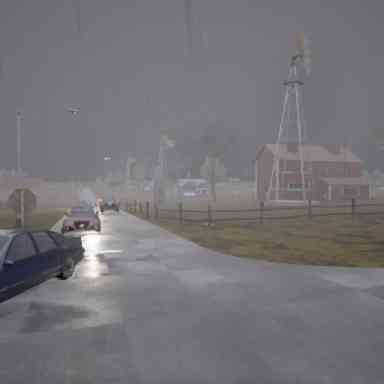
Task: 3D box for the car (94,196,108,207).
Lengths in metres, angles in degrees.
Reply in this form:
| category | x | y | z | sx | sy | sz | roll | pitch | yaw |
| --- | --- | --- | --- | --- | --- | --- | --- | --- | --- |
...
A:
| category | x | y | z | sx | sy | sz | roll | pitch | yaw |
| --- | --- | --- | --- | --- | --- | --- | --- | --- | --- |
| car | -16.515 | 1.689 | 60.275 | 2.097 | 1.767 | 4.553 | 0 | -1 | -18 |

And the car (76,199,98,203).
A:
| category | x | y | z | sx | sy | sz | roll | pitch | yaw |
| --- | --- | --- | --- | --- | --- | --- | --- | --- | --- |
| car | -9.954 | 1.604 | 30.350 | 2.033 | 1.411 | 5.357 | 0 | 0 | -18 |

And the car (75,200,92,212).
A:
| category | x | y | z | sx | sy | sz | roll | pitch | yaw |
| --- | --- | --- | --- | --- | --- | --- | --- | --- | --- |
| car | -13.581 | 1.707 | 41.731 | 1.994 | 1.385 | 4.181 | 0 | -1 | -17 |

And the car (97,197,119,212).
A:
| category | x | y | z | sx | sy | sz | roll | pitch | yaw |
| --- | --- | --- | --- | --- | --- | --- | --- | --- | --- |
| car | -10.254 | 1.477 | 40.864 | 2.097 | 1.767 | 4.553 | 0 | 0 | -18 |

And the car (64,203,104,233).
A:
| category | x | y | z | sx | sy | sz | roll | pitch | yaw |
| --- | --- | --- | --- | --- | --- | --- | --- | --- | --- |
| car | -6.360 | 1.572 | 19.213 | 1.994 | 1.385 | 4.181 | 0 | 0 | -18 |

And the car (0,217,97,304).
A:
| category | x | y | z | sx | sy | sz | roll | pitch | yaw |
| --- | --- | --- | --- | --- | --- | --- | --- | --- | --- |
| car | -4.227 | 1.546 | 7.350 | 2.033 | 1.411 | 5.357 | 0 | 0 | 7 |
